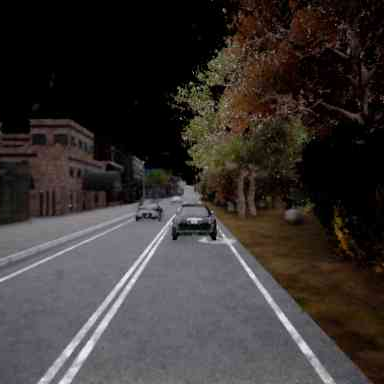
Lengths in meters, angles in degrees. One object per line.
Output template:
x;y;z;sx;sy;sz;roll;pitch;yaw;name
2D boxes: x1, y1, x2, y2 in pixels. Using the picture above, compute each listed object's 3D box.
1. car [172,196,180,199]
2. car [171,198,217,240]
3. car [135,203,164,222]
-3.171;1.556;68.820;1.812;1.442;4.674;0;0;0;car
0.113;1.370;17.223;2.097;1.767;4.553;0;0;0;car
-3.322;1.591;26.677;1.994;1.385;4.181;0;0;0;car
